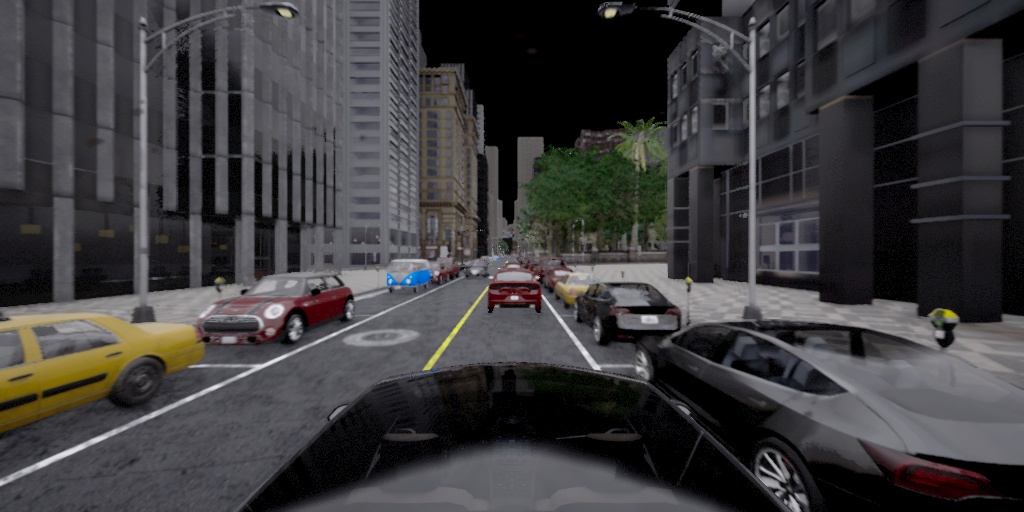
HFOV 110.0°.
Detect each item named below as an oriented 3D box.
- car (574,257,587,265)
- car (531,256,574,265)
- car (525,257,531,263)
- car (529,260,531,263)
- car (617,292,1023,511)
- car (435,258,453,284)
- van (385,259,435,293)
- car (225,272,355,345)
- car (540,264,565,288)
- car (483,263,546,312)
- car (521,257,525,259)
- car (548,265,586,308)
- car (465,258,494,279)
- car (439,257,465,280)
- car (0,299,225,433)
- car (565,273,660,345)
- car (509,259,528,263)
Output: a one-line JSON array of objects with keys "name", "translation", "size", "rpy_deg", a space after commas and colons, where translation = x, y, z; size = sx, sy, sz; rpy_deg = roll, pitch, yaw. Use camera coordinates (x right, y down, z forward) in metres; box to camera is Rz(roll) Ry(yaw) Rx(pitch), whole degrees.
[{"name": "car", "translation": [9.650, 0.767, 59.655], "size": [5.357, 1.411, 2.033], "rpy_deg": [-1, 0, 0]}, {"name": "car", "translation": [2.755, 1.034, 25.742], "size": [2.192, 1.841, 5.009], "rpy_deg": [0, 0, 0]}, {"name": "car", "translation": [2.752, 1.019, 36.716], "size": [2.192, 1.841, 5.009], "rpy_deg": [0, 0, 0]}, {"name": "car", "translation": [2.753, 1.237, 31.399], "size": [1.751, 1.417, 4.829], "rpy_deg": [0, 0, 0]}, {"name": "car", "translation": [2.762, 1.313, 3.796], "size": [1.948, 1.339, 4.313], "rpy_deg": [0, 0, 0]}, {"name": "car", "translation": [-5.770, 1.159, 25.754], "size": [1.967, 1.591, 4.097], "rpy_deg": [0, 0, 0]}, {"name": "van", "translation": [-5.768, 1.067, 20.266], "size": [1.690, 1.789, 3.998], "rpy_deg": [0, 0, 0]}, {"name": "car", "translation": [-5.765, 1.180, 9.291], "size": [1.967, 1.591, 4.097], "rpy_deg": [0, 0, 0]}, {"name": "car", "translation": [2.757, 1.308, 20.255], "size": [1.802, 1.307, 4.207], "rpy_deg": [0, 0, 0]}, {"name": "car", "translation": [0.090, 1.212, 14.125], "size": [1.882, 1.535, 5.008], "rpy_deg": [0, 0, 0]}, {"name": "car", "translation": [2.748, 0.999, 47.691], "size": [2.192, 1.841, 5.009], "rpy_deg": [0, 0, 0]}, {"name": "car", "translation": [2.758, 1.258, 14.939], "size": [1.751, 1.417, 4.829], "rpy_deg": [0, 0, 0]}, {"name": "car", "translation": [-3.107, 1.202, 32.443], "size": [2.128, 1.511, 4.902], "rpy_deg": [0, 0, 0]}, {"name": "car", "translation": [-5.772, 1.027, 31.241], "size": [2.192, 1.841, 5.009], "rpy_deg": [0, 0, 0]}, {"name": "car", "translation": [-5.763, 1.273, 3.633], "size": [1.751, 1.417, 4.829], "rpy_deg": [0, 0, 0]}, {"name": "car", "translation": [2.760, 1.306, 9.282], "size": [1.948, 1.339, 4.313], "rpy_deg": [0, 0, 0]}, {"name": "car", "translation": [0.086, 1.240, 29.535], "size": [1.812, 1.442, 4.674], "rpy_deg": [0, 0, 0]}]
